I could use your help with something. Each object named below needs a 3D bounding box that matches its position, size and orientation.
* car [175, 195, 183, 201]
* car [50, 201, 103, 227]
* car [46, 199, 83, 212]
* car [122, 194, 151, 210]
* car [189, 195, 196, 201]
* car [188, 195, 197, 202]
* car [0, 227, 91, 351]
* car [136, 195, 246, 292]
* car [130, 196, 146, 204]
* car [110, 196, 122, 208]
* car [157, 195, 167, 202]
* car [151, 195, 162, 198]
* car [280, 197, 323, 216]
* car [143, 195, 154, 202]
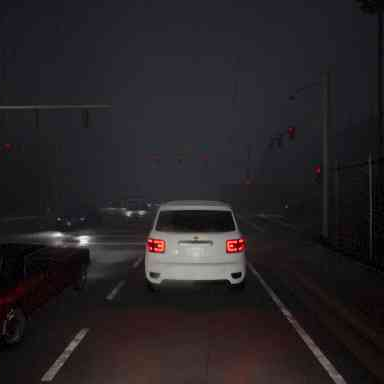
[{"bbox_3d":[-3.364,1.540,86.011,2.033,1.411,5.357,0,0,0],"label":"car"},{"bbox_3d":[-7.068,1.551,21.406,1.812,1.442,4.674,0,0,0],"label":"car"},{"bbox_3d":[-12.843,1.530,34.986,2.128,1.511,4.902,1,0,34],"label":"car"},{"bbox_3d":[-7.032,1.221,43.036,2.150,2.045,5.566,0,0,0],"label":"car"},{"bbox_3d":[0.136,1.524,86.128,1.812,1.442,4.674,0,0,0],"label":"car"},{"bbox_3d":[0.125,1.523,75.725,2.128,1.511,4.902,0,0,0],"label":"car"},{"bbox_3d":[-3.433,1.601,6.147,1.895,1.301,4.718,0,0,1],"label":"car"},{"bbox_3d":[0.087,1.221,9.072,2.150,2.045,5.566,0,0,0],"label":"car"},{"bbox_3d":[-10.427,1.547,64.491,2.033,1.411,5.357,0,0,1],"label":"car"},{"bbox_3d":[-10.520,1.352,48.540,2.097,1.767,4.553,0,0,0],"label":"car"},{"bbox_3d":[-6.879,1.492,76.595,1.812,1.442,4.674,0,0,0],"label":"car"},{"bbox_3d":[-6.964,1.507,61.542,1.837,1.490,4.892,0,-1,0],"label":"car"},{"bbox_3d":[11.002,1.407,32.657,4.553,1.767,2.097,0,0,0],"label":"car"},{"bbox_3d":[-10.374,1.438,79.379,1.882,1.535,5.008,0,0,0],"label":"car"}]
